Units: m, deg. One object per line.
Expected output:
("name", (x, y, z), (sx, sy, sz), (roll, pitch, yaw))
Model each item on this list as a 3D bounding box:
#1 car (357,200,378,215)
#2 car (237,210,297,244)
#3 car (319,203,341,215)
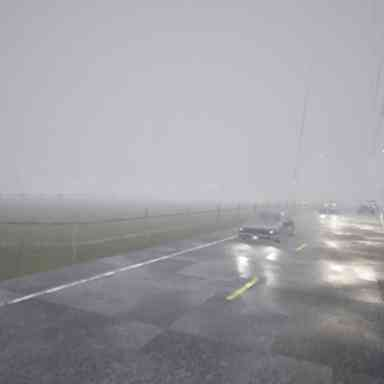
("car", (21.894, 2.060, 41.708), (1.837, 1.490, 4.892), (2, 0, 30))
("car", (4.021, 1.640, 16.914), (2.033, 1.411, 5.357), (2, 0, 28))
("car", (16.274, 1.968, 39.164), (1.994, 1.385, 4.181), (2, 0, 30))
